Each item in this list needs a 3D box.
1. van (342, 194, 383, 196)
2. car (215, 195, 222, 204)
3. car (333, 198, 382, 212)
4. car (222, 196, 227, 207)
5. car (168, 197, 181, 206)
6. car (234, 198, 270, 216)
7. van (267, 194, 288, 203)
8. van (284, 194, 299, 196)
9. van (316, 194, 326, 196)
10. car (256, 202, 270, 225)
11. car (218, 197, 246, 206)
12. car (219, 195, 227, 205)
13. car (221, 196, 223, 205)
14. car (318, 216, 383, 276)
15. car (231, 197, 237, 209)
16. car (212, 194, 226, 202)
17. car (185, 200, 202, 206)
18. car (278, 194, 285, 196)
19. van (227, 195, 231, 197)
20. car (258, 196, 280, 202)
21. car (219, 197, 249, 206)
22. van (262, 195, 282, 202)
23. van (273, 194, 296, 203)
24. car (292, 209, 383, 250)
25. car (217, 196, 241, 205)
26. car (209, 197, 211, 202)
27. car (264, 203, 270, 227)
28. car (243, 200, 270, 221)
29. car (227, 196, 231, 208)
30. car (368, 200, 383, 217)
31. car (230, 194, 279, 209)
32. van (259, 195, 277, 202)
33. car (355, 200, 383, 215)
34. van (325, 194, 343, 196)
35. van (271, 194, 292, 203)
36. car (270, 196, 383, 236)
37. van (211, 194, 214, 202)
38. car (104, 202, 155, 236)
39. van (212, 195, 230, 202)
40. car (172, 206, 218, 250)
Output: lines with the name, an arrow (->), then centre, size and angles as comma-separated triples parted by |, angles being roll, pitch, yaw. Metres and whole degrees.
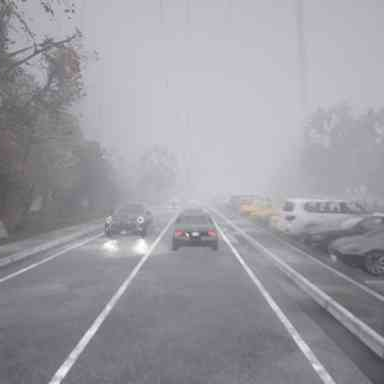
van -> 20.014, 1.330, 37.829 | 4.442, 1.987, 1.878 | 0, 0, 0
car -> 7.002, 1.653, 54.675 | 5.366, 1.575, 1.946 | 0, 0, 0
car -> 20.151, 1.569, 40.613 | 5.008, 1.535, 2.097 | 0, 0, 1
car -> 7.086, 1.638, 46.345 | 4.792, 1.488, 2.163 | 0, 0, 0
car -> -3.099, 1.710, 59.508 | 1.812, 1.442, 4.674 | 0, 0, 1
car -> 6.787, 1.550, 29.821 | 5.366, 1.575, 1.946 | 0, 0, 0
van -> 20.366, 1.563, 79.529 | 4.442, 1.987, 1.878 | 0, -1, 0
van -> 20.455, 1.469, 62.899 | 4.442, 1.987, 1.878 | 0, 0, 1
van -> 20.077, 1.374, 46.155 | 4.442, 1.987, 1.878 | 0, 0, 1
car -> 6.906, 1.577, 21.371 | 4.892, 1.521, 2.231 | 0, 0, 0
car -> 7.229, 1.688, 60.225 | 4.892, 1.521, 2.231 | 0, 0, 0
car -> 7.134, 1.669, 51.897 | 4.792, 1.488, 2.163 | 0, 0, 0
car -> 7.110, 1.654, 49.121 | 4.792, 1.488, 2.163 | 0, 0, 0
car -> 6.774, 1.640, 10.267 | 4.792, 1.488, 2.163 | 0, 0, 0
car -> 7.013, 1.555, 35.240 | 4.892, 1.521, 2.231 | 0, 0, 0
car -> 7.074, 1.700, 63.002 | 5.366, 1.575, 1.946 | 0, 0, 0
car -> 0.172, 1.609, 37.158 | 1.812, 1.442, 4.674 | 0, 0, 0
car -> 20.380, 1.725, 68.314 | 5.008, 1.535, 2.097 | 0, 0, 1
van -> 7.208, 1.367, 43.569 | 4.442, 1.987, 1.878 | 0, 0, 0
car -> 20.368, 1.948, 87.683 | 5.366, 1.575, 1.946 | 0, -1, 0
car -> 7.218, 1.672, 57.449 | 4.892, 1.521, 2.231 | 0, 0, 0
van -> 20.412, 1.665, 84.920 | 4.442, 1.987, 1.878 | 0, -1, 1
van -> 20.551, 1.532, 73.979 | 4.442, 1.987, 1.878 | 0, 0, 0
car -> 6.833, 1.601, 13.042 | 5.008, 1.535, 2.097 | 0, 0, 0
car -> 7.252, 1.593, 65.778 | 4.553, 1.767, 2.185 | 0, 0, 0
car -> 7.431, 1.546, 79.658 | 5.566, 2.045, 2.435 | 0, 0, 0
car -> 7.061, 1.582, 18.593 | 5.366, 1.575, 1.946 | 0, 0, 0
car -> 6.738, 1.565, 24.148 | 5.366, 1.575, 1.946 | 0, 0, 0
car -> 7.097, 1.607, 40.792 | 4.792, 1.488, 2.163 | 0, 0, 1
car -> 20.104, 1.572, 32.436 | 4.792, 1.488, 2.163 | 0, 0, 1
car -> 7.075, 1.438, 38.019 | 4.553, 1.767, 2.185 | 0, 0, 0
van -> 20.694, 1.786, 90.456 | 4.442, 1.987, 1.878 | 0, -1, 0
car -> 20.127, 1.576, 35.075 | 4.792, 1.488, 2.163 | 0, 0, 1
van -> 20.286, 1.358, 43.383 | 4.442, 1.987, 1.878 | 0, 0, 1
van -> 20.574, 1.547, 76.624 | 4.442, 1.987, 1.878 | 0, 0, 1
car -> 6.880, 1.342, 15.817 | 5.566, 2.045, 2.435 | 0, 0, 0
van -> 7.262, 1.556, 76.883 | 4.442, 1.987, 1.878 | 0, 0, 0
car -> -3.335, 1.384, 18.427 | 2.097, 1.767, 4.553 | 0, 0, 0
van -> 7.334, 1.677, 85.194 | 4.442, 1.987, 1.878 | 0, -1, 0
car -> 0.106, 1.572, 14.490 | 2.033, 1.411, 5.357 | 0, 0, 0
